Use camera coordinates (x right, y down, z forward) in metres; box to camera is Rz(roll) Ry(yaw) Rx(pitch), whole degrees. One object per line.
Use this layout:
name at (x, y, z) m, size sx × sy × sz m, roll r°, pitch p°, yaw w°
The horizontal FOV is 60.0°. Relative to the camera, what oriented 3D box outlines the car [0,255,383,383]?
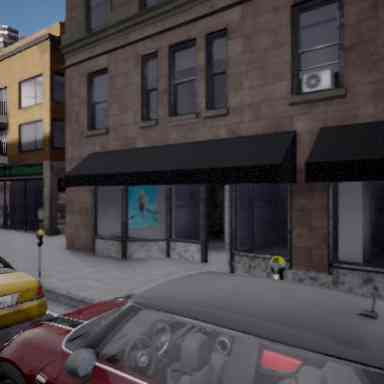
car at (0.043, 1.443, 2.780) m, size 4.097 × 1.590 × 1.967 m, roll 0°, pitch 0°, yaw 35°
